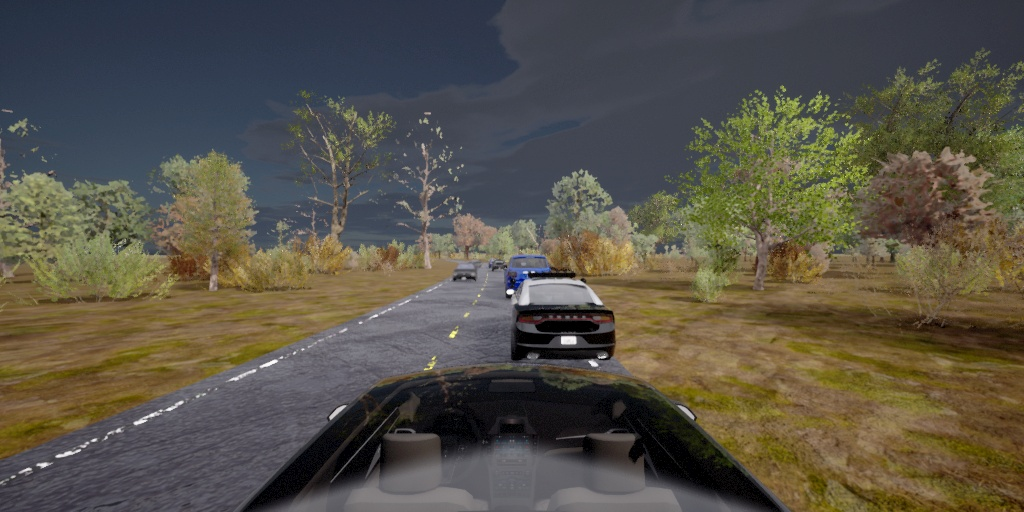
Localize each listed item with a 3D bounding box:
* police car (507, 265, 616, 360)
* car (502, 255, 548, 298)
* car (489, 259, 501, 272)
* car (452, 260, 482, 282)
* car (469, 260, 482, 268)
[{"bbox_3d":[0.908,1.173,8.443,1.930,1.638,5.238,0,0,0],"label":"police car"},{"bbox_3d":[0.736,0.968,18.411,2.150,2.045,5.566,0,0,-2],"label":"car"},{"bbox_3d":[-1.737,1.244,46.942,1.837,1.490,4.892,0,0,-5],"label":"car"},{"bbox_3d":[-3.702,1.289,29.202,2.033,1.411,5.357,0,0,-3],"label":"car"},{"bbox_3d":[-6.100,1.305,59.685,1.994,1.385,4.181,0,0,-7],"label":"car"}]
